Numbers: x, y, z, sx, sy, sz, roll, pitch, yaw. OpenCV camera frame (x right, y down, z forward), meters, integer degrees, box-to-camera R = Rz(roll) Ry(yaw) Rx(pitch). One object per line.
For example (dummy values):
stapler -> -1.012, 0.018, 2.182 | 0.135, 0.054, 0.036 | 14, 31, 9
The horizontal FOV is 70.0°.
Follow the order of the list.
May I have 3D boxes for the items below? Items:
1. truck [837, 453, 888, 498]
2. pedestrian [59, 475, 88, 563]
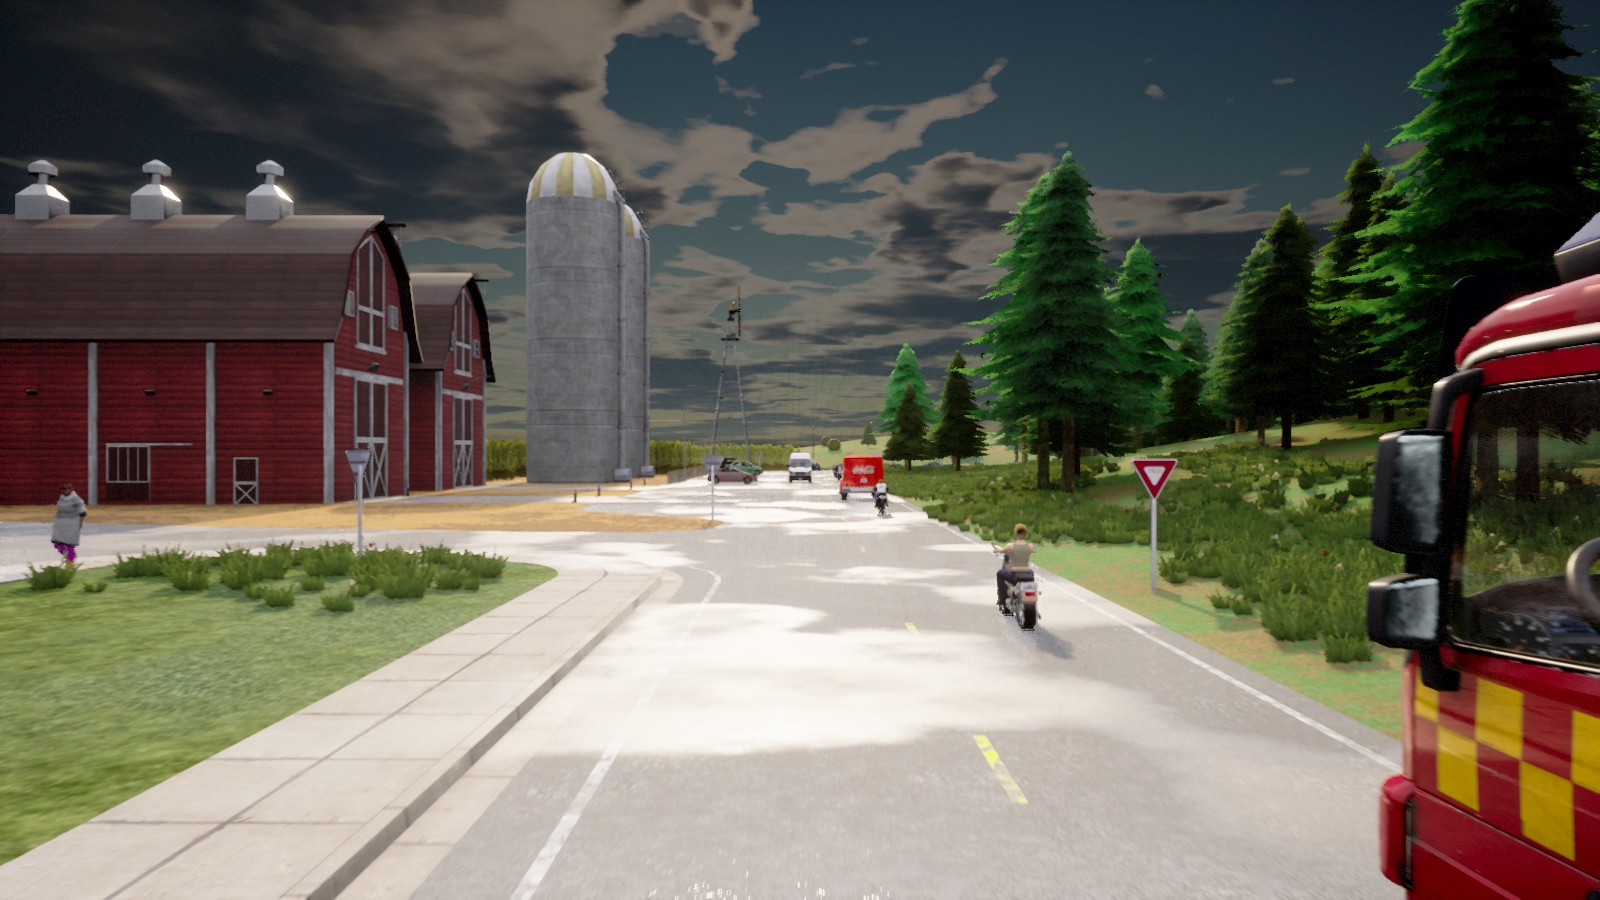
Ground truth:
truck -> 3.518, 1.428, 65.511 | 2.627, 2.467, 5.204 | 0, 0, 0
pedestrian -> -15.493, 1.470, 24.377 | 0.375, 1.860, 0.375 | 0, 0, 6
